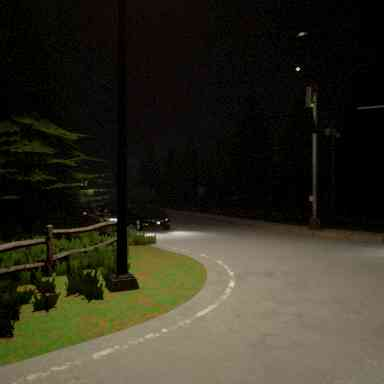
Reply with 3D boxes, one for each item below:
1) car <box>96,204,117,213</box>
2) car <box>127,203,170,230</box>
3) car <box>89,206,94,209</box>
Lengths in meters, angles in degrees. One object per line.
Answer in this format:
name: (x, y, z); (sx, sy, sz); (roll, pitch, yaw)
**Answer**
car: (-7.045, 1.535, 29.761); (1.994, 1.385, 4.181); (0, 0, -24)
car: (-2.893, 1.476, 20.716); (1.837, 1.490, 4.892); (0, 0, -25)
car: (-11.219, 1.496, 39.095); (1.812, 1.442, 4.674); (0, 0, -24)
